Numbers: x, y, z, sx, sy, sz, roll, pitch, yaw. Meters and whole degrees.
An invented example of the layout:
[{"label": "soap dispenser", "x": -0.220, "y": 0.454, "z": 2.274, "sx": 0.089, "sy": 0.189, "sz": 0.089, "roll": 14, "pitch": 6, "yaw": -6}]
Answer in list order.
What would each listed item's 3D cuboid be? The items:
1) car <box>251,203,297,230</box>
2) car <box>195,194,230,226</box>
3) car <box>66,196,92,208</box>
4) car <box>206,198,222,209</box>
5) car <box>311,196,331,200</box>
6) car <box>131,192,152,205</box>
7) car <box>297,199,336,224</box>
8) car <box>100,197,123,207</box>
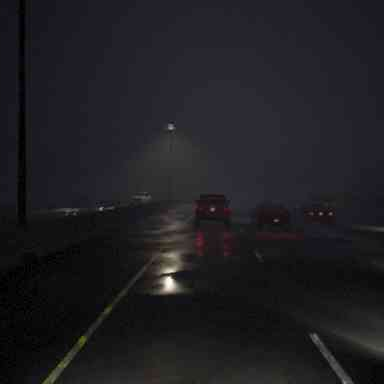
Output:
[{"label": "car", "x": 4.770, "y": 1.388, "z": 20.577, "sx": 1.882, "sy": 1.535, "sz": 5.008, "roll": 0, "pitch": 0, "yaw": 4}, {"label": "car", "x": 1.393, "y": 1.117, "z": 22.568, "sx": 2.150, "sy": 2.045, "sz": 5.566, "roll": 0, "pitch": 0, "yaw": 3}, {"label": "car", "x": -14.838, "y": 1.258, "z": 43.715, "sx": 2.128, "sy": 1.511, "sz": 4.902, "roll": 0, "pitch": 0, "yaw": 4}, {"label": "car", "x": 2.731, "y": 1.406, "z": 41.887, "sx": 1.895, "sy": 1.301, "sz": 4.718, "roll": 0, "pitch": 0, "yaw": 4}, {"label": "car", "x": 12.661, "y": 1.216, "z": 33.264, "sx": 2.097, "sy": 1.767, "sz": 4.553, "roll": 0, "pitch": 0, "yaw": 4}, {"label": "car", "x": -7.401, "y": 0.971, "z": 48.996, "sx": 2.150, "sy": 2.045, "sz": 5.566, "roll": 0, "pitch": 0, "yaw": 4}, {"label": "car", "x": 8.506, "y": 1.448, "z": 23.967, "sx": 2.033, "sy": 1.411, "sz": 5.357, "roll": 0, "pitch": 0, "yaw": 4}, {"label": "car", "x": -11.121, "y": 1.361, "z": 46.332, "sx": 1.895, "sy": 1.301, "sz": 4.718, "roll": 0, "pitch": 0, "yaw": 4}]
